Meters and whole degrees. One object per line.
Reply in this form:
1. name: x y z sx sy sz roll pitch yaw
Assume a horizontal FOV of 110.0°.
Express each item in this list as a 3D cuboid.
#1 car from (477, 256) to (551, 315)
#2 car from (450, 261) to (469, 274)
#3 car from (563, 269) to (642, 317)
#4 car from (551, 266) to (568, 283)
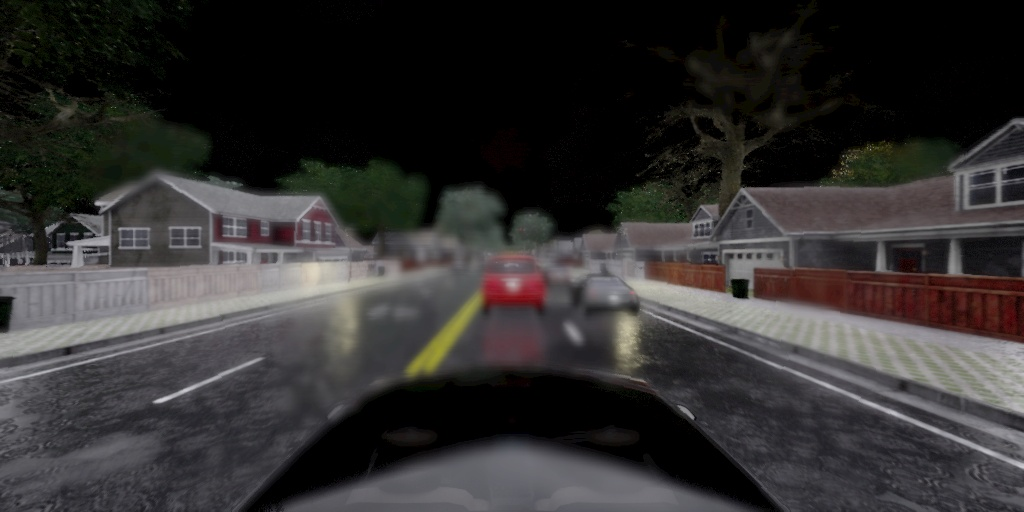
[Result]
1. car: 0.074 1.027 13.991 2.150 2.045 5.566 0 0 0
2. car: -6.545 1.445 45.356 1.837 1.490 4.892 0 -1 0
3. car: 3.320 1.364 13.539 1.994 1.385 4.181 0 -1 0
4. car: 3.311 1.406 26.412 2.033 1.411 5.357 0 0 1
